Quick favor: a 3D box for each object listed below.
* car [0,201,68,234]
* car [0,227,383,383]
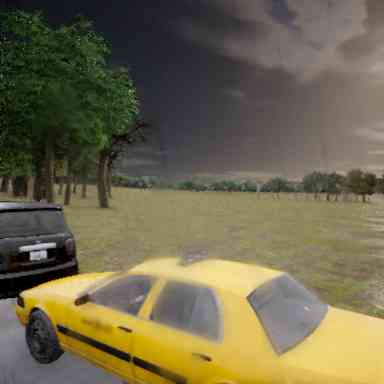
[{"bbox_3d":[-4.920,1.214,7.566,5.566,2.045,2.150,0,0,36],"label":"car"},{"bbox_3d":[-0.208,1.475,4.121,5.366,1.575,1.801,0,0,36],"label":"car"}]
